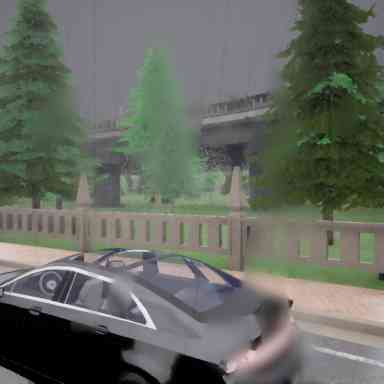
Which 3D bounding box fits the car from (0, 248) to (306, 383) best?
[{"bbox_3d":[-1.148,1.492,4.221,4.902,1.511,2.128,0,0,33],"label":"car"}]
